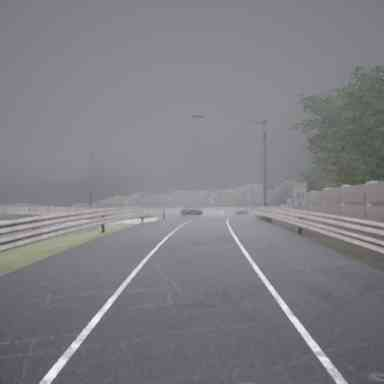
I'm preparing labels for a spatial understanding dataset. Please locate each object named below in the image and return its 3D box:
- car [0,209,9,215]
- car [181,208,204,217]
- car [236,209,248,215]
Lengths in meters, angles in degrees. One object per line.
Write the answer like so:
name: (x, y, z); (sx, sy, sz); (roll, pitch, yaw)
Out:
car: (-21.627, 2.026, 34.231); (4.892, 1.490, 1.837); (3, -4, -38)
car: (0.164, 3.382, 56.341); (1.882, 1.535, 5.008); (-2, -4, 37)
car: (11.325, 4.493, 74.803); (1.882, 1.535, 5.008); (-1, -4, 23)
